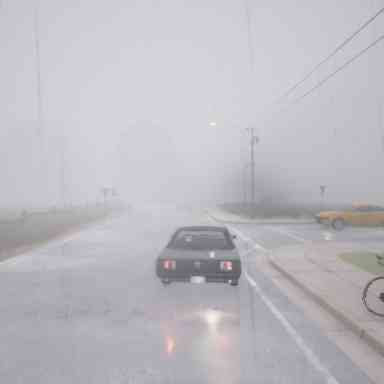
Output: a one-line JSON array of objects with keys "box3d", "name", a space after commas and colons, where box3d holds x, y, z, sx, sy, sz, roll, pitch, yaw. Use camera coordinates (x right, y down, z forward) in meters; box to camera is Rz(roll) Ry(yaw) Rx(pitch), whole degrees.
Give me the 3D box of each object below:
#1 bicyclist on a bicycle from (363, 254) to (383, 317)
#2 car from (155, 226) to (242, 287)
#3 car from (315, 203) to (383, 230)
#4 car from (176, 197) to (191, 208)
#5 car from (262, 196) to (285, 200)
[{"box3d": [3.680, 1.293, 5.596, 1.656, 1.620, 0.582, 0, 0, -2], "name": "bicyclist on a bicycle"}, {"box3d": [0.310, 1.592, 9.333, 1.895, 1.301, 4.718, 0, 0, 5], "name": "car"}, {"box3d": [10.021, 1.455, 20.183, 5.008, 1.535, 1.882, 0, 0, -3], "name": "car"}, {"box3d": [-1.258, 1.478, 46.166, 1.812, 1.442, 4.674, 0, 1, 1], "name": "car"}, {"box3d": [15.066, 1.413, 60.284, 5.008, 1.535, 1.882, 0, 0, -5], "name": "car"}]
